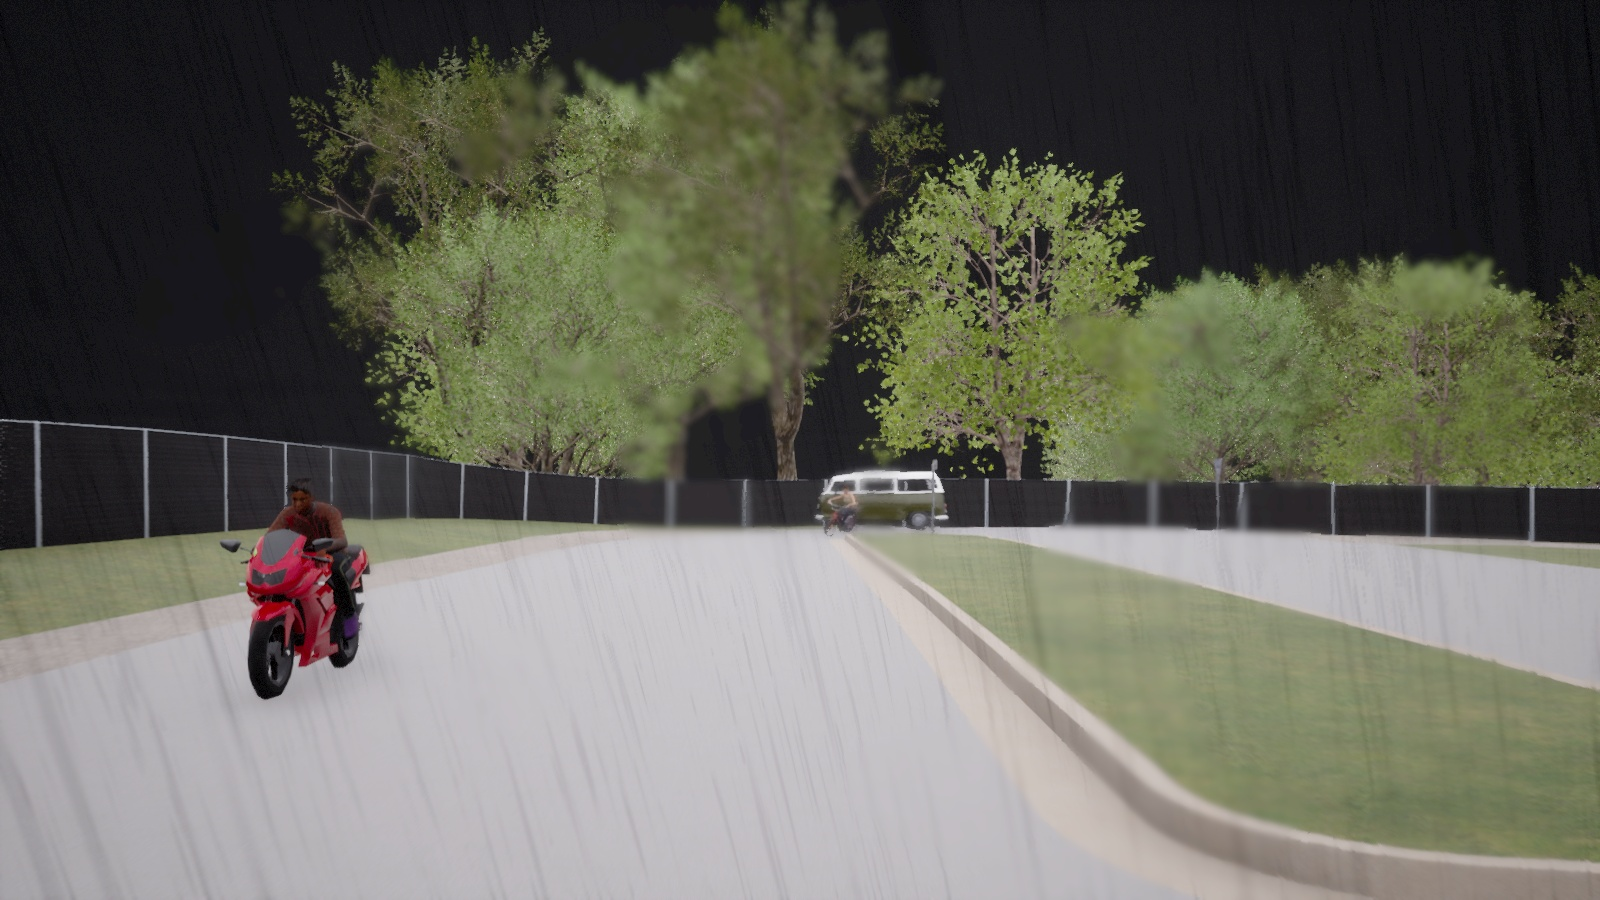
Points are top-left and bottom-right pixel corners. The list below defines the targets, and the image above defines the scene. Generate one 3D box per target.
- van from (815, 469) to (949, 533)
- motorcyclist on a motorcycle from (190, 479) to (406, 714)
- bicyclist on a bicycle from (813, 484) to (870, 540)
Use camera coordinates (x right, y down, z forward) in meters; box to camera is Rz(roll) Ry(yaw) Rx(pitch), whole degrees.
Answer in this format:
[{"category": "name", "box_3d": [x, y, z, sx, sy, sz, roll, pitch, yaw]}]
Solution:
[{"category": "van", "box_3d": [2.798, 1.768, 43.663, 4.480, 2.038, 2.069, -1, -2, 0]}, {"category": "motorcyclist on a motorcycle", "box_3d": [-3.647, 0.992, 9.336, 0.797, 1.523, 2.044, -1, -1, -1]}, {"category": "bicyclist on a bicycle", "box_3d": [1.283, 1.891, 38.871, 1.509, 1.612, 0.866, 1, 4, -43]}]
